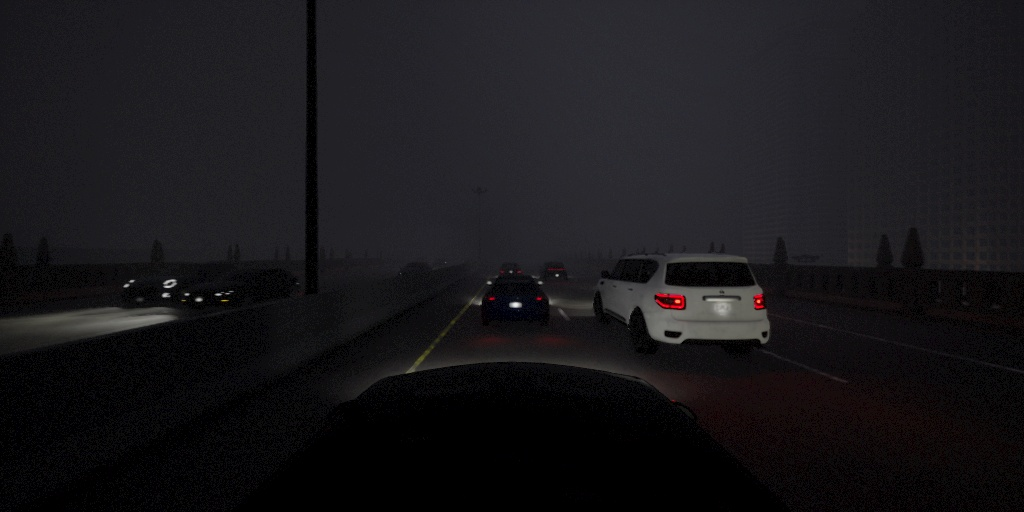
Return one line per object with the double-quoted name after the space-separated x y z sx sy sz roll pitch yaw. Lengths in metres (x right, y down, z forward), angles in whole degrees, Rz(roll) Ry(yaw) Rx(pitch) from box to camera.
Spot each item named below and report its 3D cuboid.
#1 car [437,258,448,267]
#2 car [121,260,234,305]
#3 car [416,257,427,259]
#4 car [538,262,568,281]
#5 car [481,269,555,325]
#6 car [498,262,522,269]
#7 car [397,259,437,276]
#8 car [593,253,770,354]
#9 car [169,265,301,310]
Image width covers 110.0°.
-11.633 1.094 58.645 1.882 1.535 5.008 0 0 -1 "car"
-14.134 1.069 15.847 2.097 1.767 4.553 0 0 0 "car"
-15.152 0.966 59.496 2.097 1.767 4.553 0 0 -1 "car"
3.339 1.189 29.464 1.837 1.490 4.892 0 0 -1 "car"
0.095 1.290 11.717 1.994 1.385 4.181 0 0 0 "car"
-0.155 1.232 29.551 2.033 1.411 5.357 0 0 -2 "car"
-7.297 1.195 27.323 1.837 1.490 4.892 0 0 -1 "car"
3.598 0.955 8.824 2.150 2.045 5.566 0 0 0 "car"
-10.625 1.224 14.581 1.837 1.490 4.892 0 0 0 "car"
